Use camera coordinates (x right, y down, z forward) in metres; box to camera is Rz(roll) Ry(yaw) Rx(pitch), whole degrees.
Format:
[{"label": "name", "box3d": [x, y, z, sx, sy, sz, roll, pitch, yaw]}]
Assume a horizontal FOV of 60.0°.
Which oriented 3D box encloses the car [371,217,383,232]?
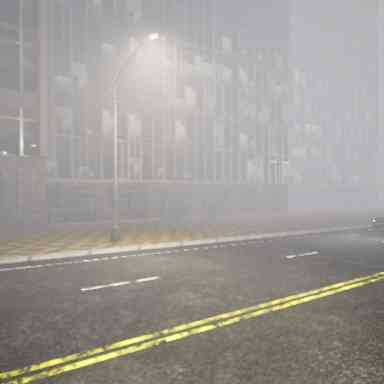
[{"label": "car", "box3d": [13.349, 1.857, 21.097, 4.718, 1.301, 1.895, 1, 0, -35]}]
